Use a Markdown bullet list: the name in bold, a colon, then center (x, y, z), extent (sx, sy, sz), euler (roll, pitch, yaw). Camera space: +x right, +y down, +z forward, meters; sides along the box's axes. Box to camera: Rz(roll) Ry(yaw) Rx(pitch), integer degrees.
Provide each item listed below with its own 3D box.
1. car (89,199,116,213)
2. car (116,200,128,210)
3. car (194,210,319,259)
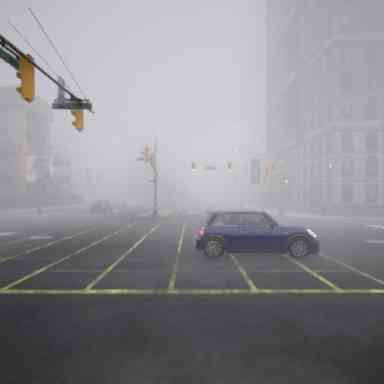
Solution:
- **car**: center (-11.585, 1.755, 42.498), extent (2.097, 1.767, 4.553), euler (0, -1, 0)
- **car**: center (-11.540, 1.994, 53.027), extent (2.128, 1.511, 4.902), euler (0, -1, 1)
- **car**: center (2.367, 1.472, 12.642), extent (4.553, 1.767, 2.097), euler (0, -1, 0)
